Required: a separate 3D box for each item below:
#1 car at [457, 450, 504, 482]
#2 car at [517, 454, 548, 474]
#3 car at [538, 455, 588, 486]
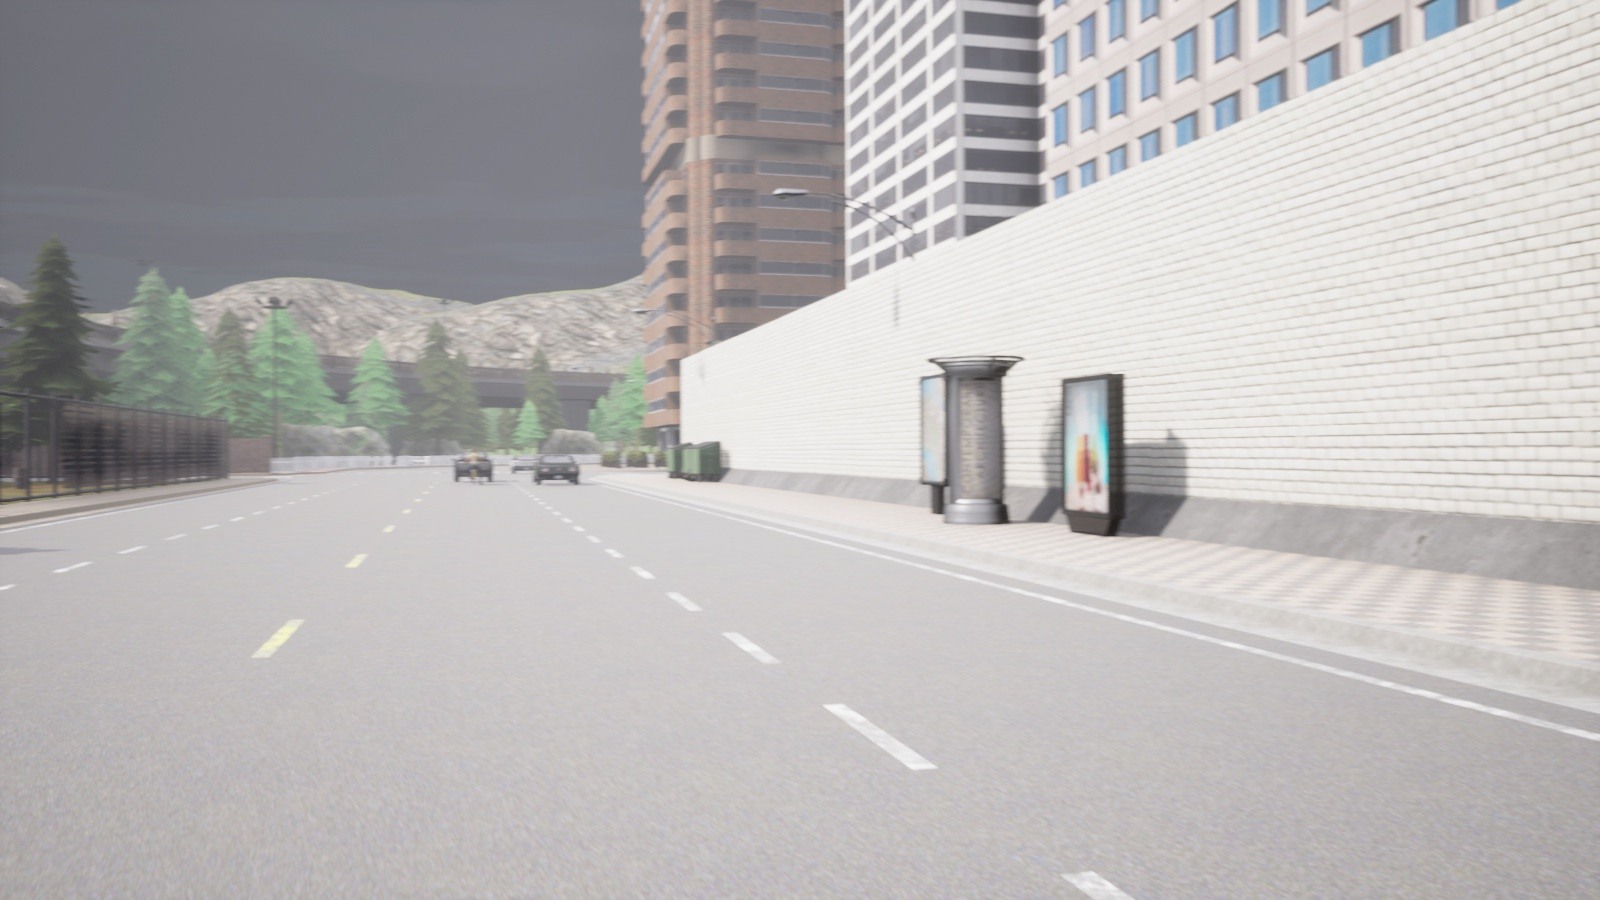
[{"bbox_3d":[-15.668,0.746,61.549,2.128,1.511,4.902,0,0,-15],"label":"car"},{"bbox_3d":[-18.188,0.941,85.213,1.895,1.301,4.718,0,0,-15],"label":"car"},{"bbox_3d":[-10.629,0.874,56.060,1.895,1.301,4.718,0,0,-15],"label":"car"}]
